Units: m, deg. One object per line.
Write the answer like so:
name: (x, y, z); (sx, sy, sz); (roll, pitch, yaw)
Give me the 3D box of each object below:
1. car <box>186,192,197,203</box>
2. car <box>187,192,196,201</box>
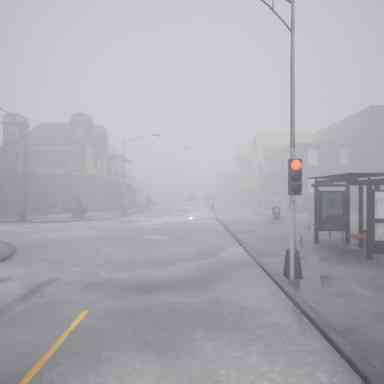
car: (-0.066, 1.352, 67.214); (2.097, 1.767, 4.553); (0, 0, 0)
car: (-0.076, 1.057, 77.277); (2.150, 2.045, 5.566); (0, 0, 0)
